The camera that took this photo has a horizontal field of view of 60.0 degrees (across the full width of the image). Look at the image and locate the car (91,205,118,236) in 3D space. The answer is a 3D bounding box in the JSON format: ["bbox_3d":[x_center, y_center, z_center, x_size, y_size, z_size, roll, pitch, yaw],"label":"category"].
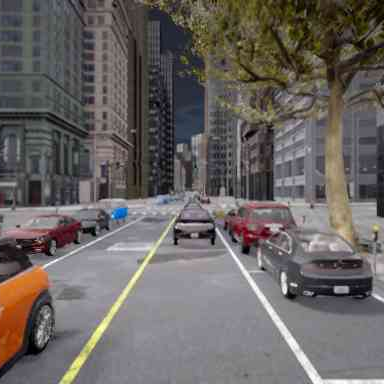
[{"bbox_3d":[-5.759,1.617,18.678,1.947,1.339,4.313,0,0,0],"label":"car"}]

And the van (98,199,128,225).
[{"bbox_3d":[-5.759,1.408,24.092,1.690,1.788,3.998,0,0,0],"label":"van"}]

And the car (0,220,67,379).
[{"bbox_3d":[-3.100,1.360,3.058,2.097,1.767,4.553,0,0,0],"label":"car"}]

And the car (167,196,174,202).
[{"bbox_3d":[-5.748,1.880,89.700,1.802,1.307,4.206,0,0,0],"label":"car"}]

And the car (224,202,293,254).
[{"bbox_3d":[2.763,1.352,13.618,2.192,1.841,5.009,0,0,0],"label":"car"}]

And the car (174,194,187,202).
[{"bbox_3d":[-2.975,1.812,82.936,2.033,1.411,5.357,0,0,0],"label":"car"}]

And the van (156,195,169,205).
[{"bbox_3d":[-5.761,1.533,62.076,1.690,1.788,3.998,0,0,0],"label":"van"}]

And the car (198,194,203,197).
[{"bbox_3d":[2.797,1.778,73.105,1.887,1.381,4.507,0,0,0],"label":"car"}]

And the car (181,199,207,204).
[{"bbox_3d":[0.109,1.651,30.837,1.994,1.385,4.181,0,0,0],"label":"car"}]

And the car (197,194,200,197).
[{"bbox_3d":[2.798,1.802,84.326,1.752,1.417,4.829,0,0,0],"label":"car"}]

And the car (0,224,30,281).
[{"bbox_3d":[-5.763,1.603,7.851,1.802,1.307,4.206,0,0,0],"label":"car"}]

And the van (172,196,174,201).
[{"bbox_3d":[-5.754,1.596,78.651,1.690,1.788,3.998,0,0,0],"label":"van"}]

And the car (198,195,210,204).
[{"bbox_3d":[2.797,1.757,67.580,1.887,1.381,4.507,0,0,0],"label":"car"}]

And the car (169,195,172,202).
[{"bbox_3d":[-5.758,1.757,67.601,1.887,1.381,4.507,0,0,0],"label":"car"}]

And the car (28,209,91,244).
[{"bbox_3d":[-5.761,1.580,13.265,1.887,1.381,4.507,0,0,0],"label":"car"}]

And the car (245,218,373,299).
[{"bbox_3d":[2.762,1.573,8.328,2.008,1.369,4.403,0,0,0],"label":"car"}]

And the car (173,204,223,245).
[{"bbox_3d":[0.104,1.535,15.882,2.128,1.511,4.902,0,0,0],"label":"car"}]

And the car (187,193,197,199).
[{"bbox_3d":[0.026,1.800,86.042,2.128,1.511,4.902,0,0,0],"label":"car"}]

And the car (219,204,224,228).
[{"bbox_3d":[2.765,1.596,18.907,1.887,1.381,4.507,0,0,0],"label":"car"}]

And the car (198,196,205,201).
[{"bbox_3d":[2.799,1.864,95.207,1.887,1.381,4.507,0,0,0],"label":"car"}]

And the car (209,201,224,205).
[{"bbox_3d":[2.775,1.609,29.657,1.752,1.417,4.829,0,0,0],"label":"car"}]
